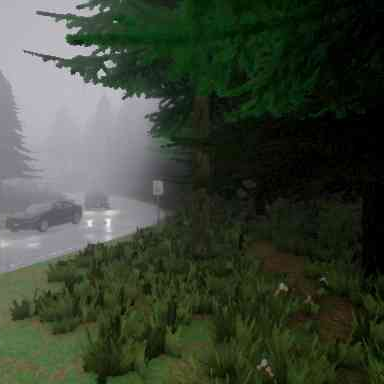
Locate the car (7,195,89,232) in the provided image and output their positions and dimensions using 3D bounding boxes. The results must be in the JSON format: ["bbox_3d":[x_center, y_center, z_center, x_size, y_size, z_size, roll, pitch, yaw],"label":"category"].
[{"bbox_3d":[-8.122,1.225,18.790,1.882,1.535,5.008,0,2,12],"label":"car"}]

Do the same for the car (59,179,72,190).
[{"bbox_3d":[-18.323,-0.953,45.380,4.892,1.490,1.837,6,4,38],"label":"car"}]

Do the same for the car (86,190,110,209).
[{"bbox_3d":[-8.408,0.622,29.228,1.837,1.490,4.892,0,5,-20],"label":"car"}]

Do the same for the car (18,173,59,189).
[{"bbox_3d":[-19.809,-1.183,42.211,5.566,2.045,2.150,5,3,35],"label":"car"}]

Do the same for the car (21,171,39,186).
[{"bbox_3d":[-25.641,-2.130,52.452,2.150,2.045,5.566,0,5,-30],"label":"car"}]
